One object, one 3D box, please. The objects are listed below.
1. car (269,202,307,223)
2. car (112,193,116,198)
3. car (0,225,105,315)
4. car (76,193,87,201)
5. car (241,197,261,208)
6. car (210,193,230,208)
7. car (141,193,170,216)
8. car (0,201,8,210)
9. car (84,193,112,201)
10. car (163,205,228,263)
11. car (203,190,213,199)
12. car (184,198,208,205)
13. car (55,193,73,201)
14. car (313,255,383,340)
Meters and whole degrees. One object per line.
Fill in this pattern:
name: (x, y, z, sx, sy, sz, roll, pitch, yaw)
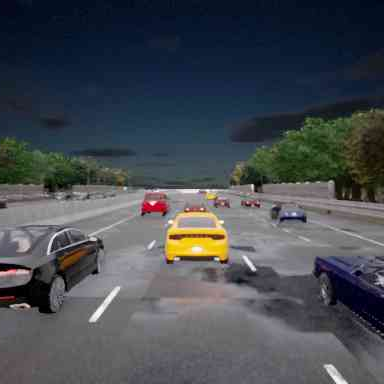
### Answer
car: (7.077, 1.464, 24.828, 1.994, 1.385, 4.181, 0, 1, 2)
car: (-17.143, 0.839, 69.215, 2.033, 1.411, 5.357, 0, 1, 0)
car: (-3.368, 1.482, 7.514, 2.128, 1.511, 4.902, 0, 0, 0)
car: (-20.673, 0.913, 64.137, 1.812, 1.442, 4.674, 0, 1, 0)
car: (7.293, 1.308, 41.971, 1.895, 1.301, 4.718, 0, 1, 1)
car: (3.714, 1.226, 42.476, 1.812, 1.442, 4.674, 0, 1, 0)
car: (-3.251, 1.067, 30.343, 2.150, 2.045, 5.566, 0, 1, 0)
car: (-17.460, 1.359, 27.848, 2.128, 1.511, 4.902, 0, 1, 0)
car: (-13.826, 1.211, 49.201, 1.895, 1.301, 4.718, 0, 1, 1)
car: (0.152, 1.456, 11.837, 1.882, 1.535, 5.008, 0, 0, 0)
car: (3.855, 0.796, 68.684, 1.882, 1.535, 5.008, 0, 1, 0)
car: (0.246, 1.451, 29.913, 1.895, 1.301, 4.718, 0, 1, 0)
car: (-24.182, 0.916, 62.983, 2.128, 1.511, 4.902, 0, 1, 0)
car: (3.513, 1.599, 5.045, 1.895, 1.301, 4.718, 0, 0, 0)
